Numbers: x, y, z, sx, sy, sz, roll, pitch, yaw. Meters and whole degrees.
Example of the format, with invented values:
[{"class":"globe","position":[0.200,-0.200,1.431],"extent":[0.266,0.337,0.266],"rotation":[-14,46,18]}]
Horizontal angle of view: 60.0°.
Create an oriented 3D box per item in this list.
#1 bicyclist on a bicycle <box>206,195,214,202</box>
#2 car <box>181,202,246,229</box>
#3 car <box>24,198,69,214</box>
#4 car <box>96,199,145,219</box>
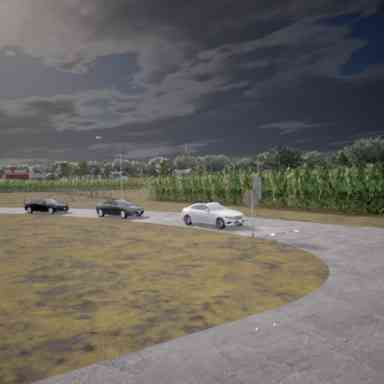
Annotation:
[{"class":"bicyclist on a bicycle","position":[1.560,1.094,29.519],"extent":[0.582,1.620,1.656],"rotation":[1,1,43]},{"class":"car","position":[1.212,1.380,20.882],"extent":[1.812,1.442,4.674],"rotation":[-3,2,-42]},{"class":"car","position":[-14.618,1.341,33.463],"extent":[5.008,1.535,1.882],"rotation":[0,2,27]},{"class":"car","position":[-6.086,1.338,27.926],"extent":[4.892,1.490,1.837],"rotation":[0,2,38]}]
